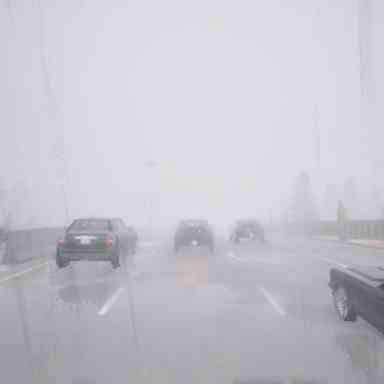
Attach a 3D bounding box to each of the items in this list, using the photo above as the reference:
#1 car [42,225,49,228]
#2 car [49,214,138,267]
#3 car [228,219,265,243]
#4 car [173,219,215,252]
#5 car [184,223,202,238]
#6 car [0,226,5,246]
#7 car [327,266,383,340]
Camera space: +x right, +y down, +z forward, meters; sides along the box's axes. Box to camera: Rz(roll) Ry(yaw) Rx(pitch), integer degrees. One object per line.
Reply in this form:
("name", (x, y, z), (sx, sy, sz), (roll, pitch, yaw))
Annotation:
("car", (-17.526, 4.821, 41.145), (2.033, 1.411, 5.357), (0, -7, 0))
("car", (-3.403, 1.717, 12.761), (2.097, 1.767, 4.553), (0, -3, 0))
("car", (3.595, 2.593, 22.354), (1.837, 1.490, 4.892), (0, -6, 0))
("car", (0.096, 2.121, 16.731), (1.837, 1.490, 4.892), (0, -4, 0))
("car", (0.091, 4.032, 34.933), (1.837, 1.490, 4.892), (0, -7, 0))
("car", (-10.598, 1.988, 15.158), (1.882, 1.535, 5.008), (0, -4, 0))
("car", (3.600, 1.652, 4.501), (1.895, 1.301, 4.718), (0, -1, 0))
